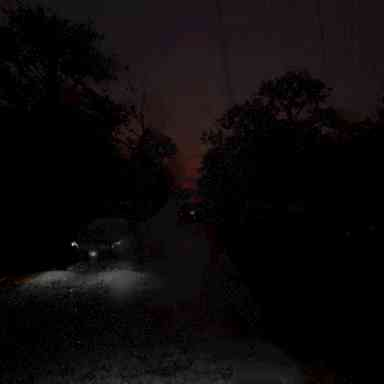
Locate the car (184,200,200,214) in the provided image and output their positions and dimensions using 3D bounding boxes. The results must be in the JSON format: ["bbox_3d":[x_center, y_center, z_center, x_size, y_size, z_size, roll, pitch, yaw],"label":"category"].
[{"bbox_3d":[0.028,1.879,42.887,1.882,1.535,5.008,0,-1,0],"label":"car"}]

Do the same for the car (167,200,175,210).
[{"bbox_3d":[-2.876,2.009,52.510,1.882,1.535,5.008,0,-1,1],"label":"car"}]

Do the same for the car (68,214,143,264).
[{"bbox_3d":[-2.907,1.565,12.127,1.812,1.442,4.674,0,0,0],"label":"car"}]

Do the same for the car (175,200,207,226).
[{"bbox_3d":[0.029,1.517,25.278,2.097,1.767,4.553,0,-1,0],"label":"car"}]
